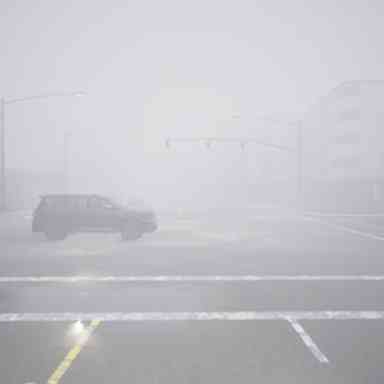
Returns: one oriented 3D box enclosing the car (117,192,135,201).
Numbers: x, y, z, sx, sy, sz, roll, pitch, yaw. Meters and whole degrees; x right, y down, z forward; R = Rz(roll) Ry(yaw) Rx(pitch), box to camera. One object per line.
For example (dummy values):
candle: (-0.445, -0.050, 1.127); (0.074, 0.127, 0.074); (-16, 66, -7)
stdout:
car: (-12.291, 0.851, 61.527); (1.882, 1.535, 5.008); (0, 1, -29)

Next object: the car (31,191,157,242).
car: (-4.409, 1.121, 15.438); (5.566, 2.045, 2.150); (0, 1, -1)

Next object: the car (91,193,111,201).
car: (-17.339, 0.972, 63.276); (2.033, 1.411, 5.357); (-1, 1, -36)

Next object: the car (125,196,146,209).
car: (-6.661, 1.232, 39.906); (1.895, 1.301, 4.718); (0, 1, -2)
